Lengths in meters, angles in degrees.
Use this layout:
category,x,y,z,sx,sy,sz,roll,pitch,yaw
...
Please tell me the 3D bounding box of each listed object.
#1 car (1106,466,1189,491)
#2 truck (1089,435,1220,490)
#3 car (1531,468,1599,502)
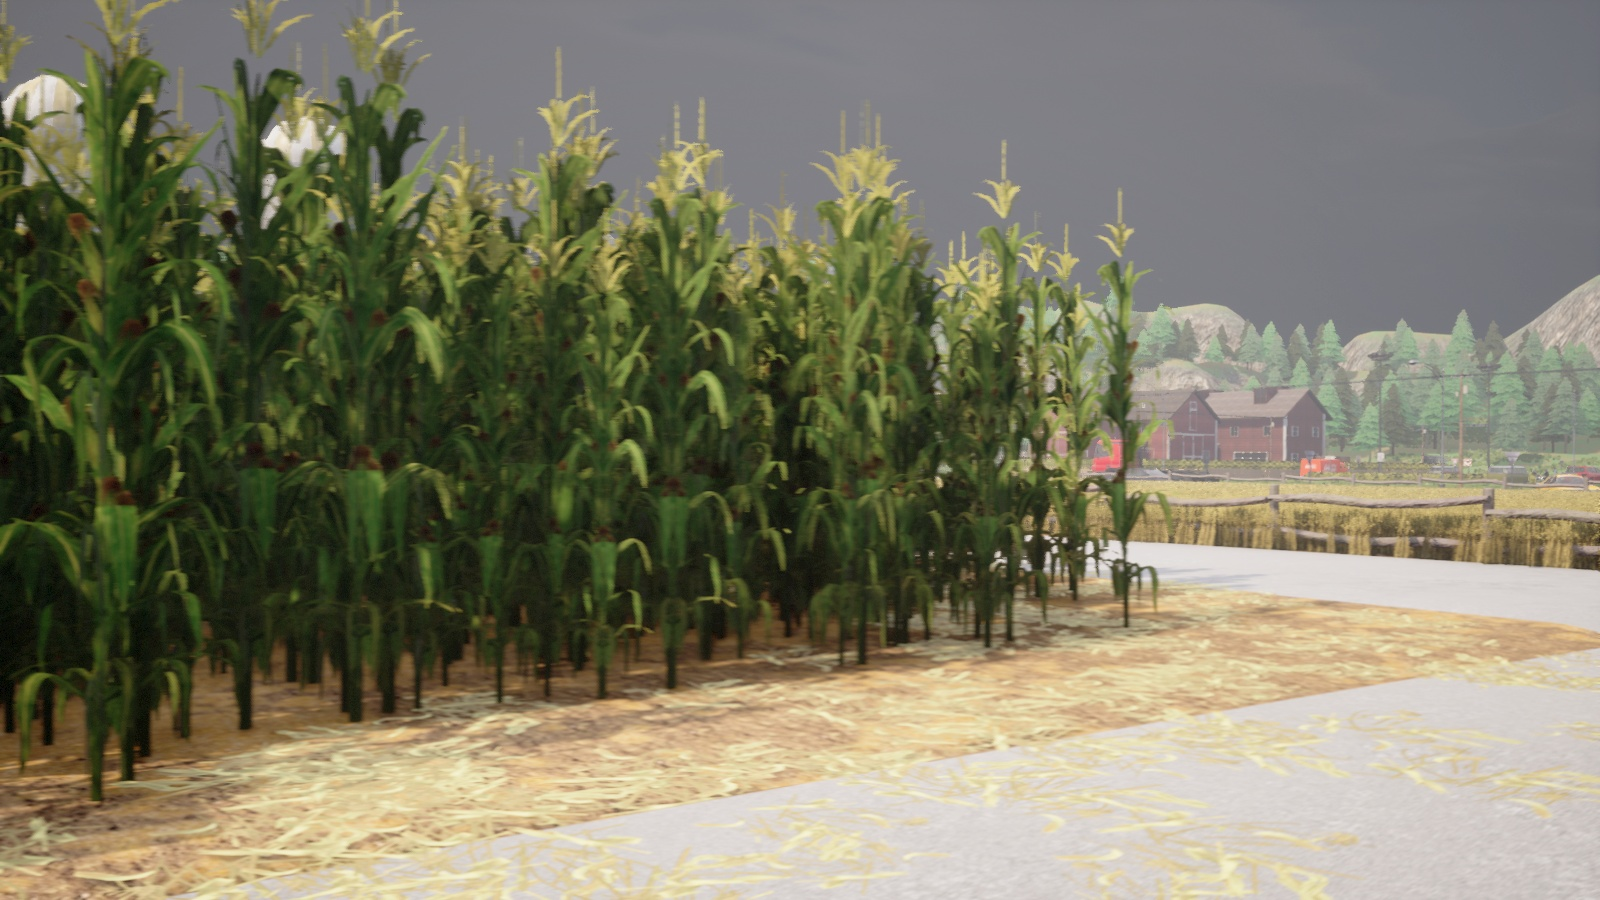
category,x,y,z,sx,sy,sz,roll,pitch,yaw
car,21.958,1.784,79.562,2.163,1.488,4.792,1,-1,-35
truck,23.336,0.843,83.030,2.891,3.462,7.936,1,-1,-43
car,37.421,1.671,61.209,1.801,1.575,5.366,1,0,16
